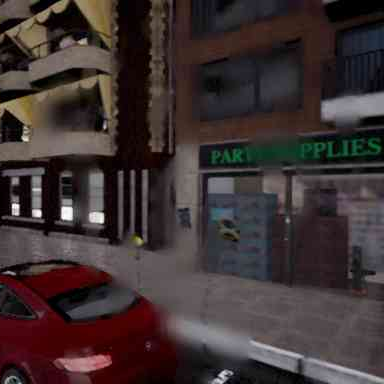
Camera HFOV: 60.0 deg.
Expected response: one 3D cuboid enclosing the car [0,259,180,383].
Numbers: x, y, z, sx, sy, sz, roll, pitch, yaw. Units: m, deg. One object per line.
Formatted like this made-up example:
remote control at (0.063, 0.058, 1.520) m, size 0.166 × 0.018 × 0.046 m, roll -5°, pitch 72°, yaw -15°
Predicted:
car at (-2.069, 1.567, 4.351) m, size 4.206 × 1.307 × 1.802 m, roll 0°, pitch 0°, yaw 35°
